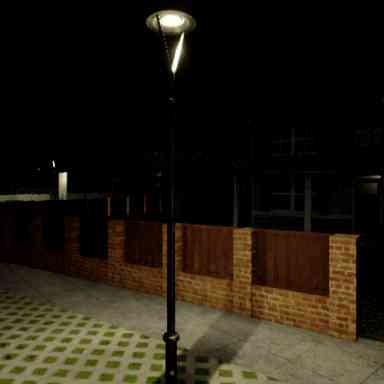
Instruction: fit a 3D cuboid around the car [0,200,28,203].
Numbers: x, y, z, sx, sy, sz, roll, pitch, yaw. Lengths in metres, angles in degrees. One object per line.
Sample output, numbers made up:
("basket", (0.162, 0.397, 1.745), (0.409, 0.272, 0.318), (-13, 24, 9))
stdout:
("car", (-12.295, 1.260, 22.879), (2.033, 1.411, 5.357), (1, 2, 39))
